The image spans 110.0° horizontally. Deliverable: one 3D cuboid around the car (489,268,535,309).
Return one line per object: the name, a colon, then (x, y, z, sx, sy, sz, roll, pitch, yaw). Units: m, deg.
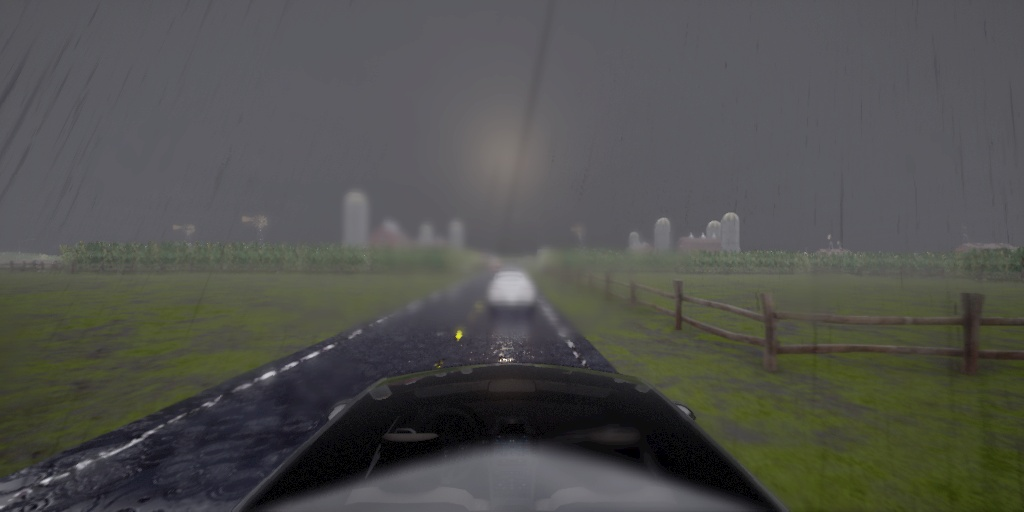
car: (0.022, 1.419, 15.795, 1.812, 1.442, 4.674, 0, 0, 1)

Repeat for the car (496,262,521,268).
car: (0.014, 1.402, 30.311, 2.097, 1.767, 4.553, 0, -1, 1)
